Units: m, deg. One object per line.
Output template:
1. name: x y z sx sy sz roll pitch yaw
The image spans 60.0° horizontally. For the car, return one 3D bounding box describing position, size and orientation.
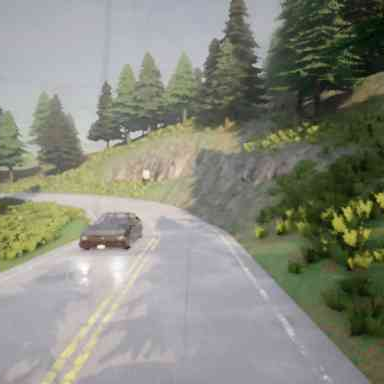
1. car: -3.295 1.583 14.674 2.033 1.411 5.357 0 0 0
